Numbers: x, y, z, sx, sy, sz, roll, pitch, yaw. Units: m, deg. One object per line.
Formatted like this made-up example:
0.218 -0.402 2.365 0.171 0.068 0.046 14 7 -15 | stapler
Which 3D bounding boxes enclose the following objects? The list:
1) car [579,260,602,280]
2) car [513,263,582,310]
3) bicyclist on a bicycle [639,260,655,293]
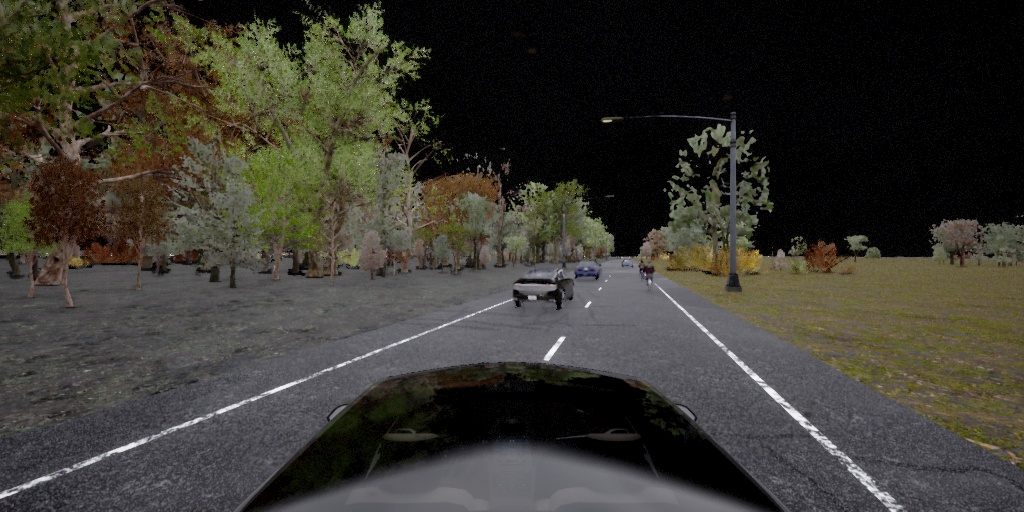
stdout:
6.871 1.107 32.078 2.097 1.767 4.553 0 0 18 | car
1.448 1.243 14.893 2.128 1.511 4.902 0 0 18 | car
7.599 1.124 19.878 0.659 1.776 1.843 0 0 17 | bicyclist on a bicycle
